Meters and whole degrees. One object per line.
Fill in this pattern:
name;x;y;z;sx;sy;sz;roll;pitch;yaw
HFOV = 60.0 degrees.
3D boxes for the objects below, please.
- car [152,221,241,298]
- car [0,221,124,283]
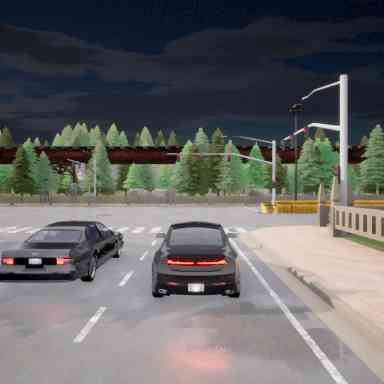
car;0.103;1.505;8.519;1.837;1.490;4.892;0;0;1
car;-3.383;1.547;9.709;2.033;1.411;5.357;0;0;0
